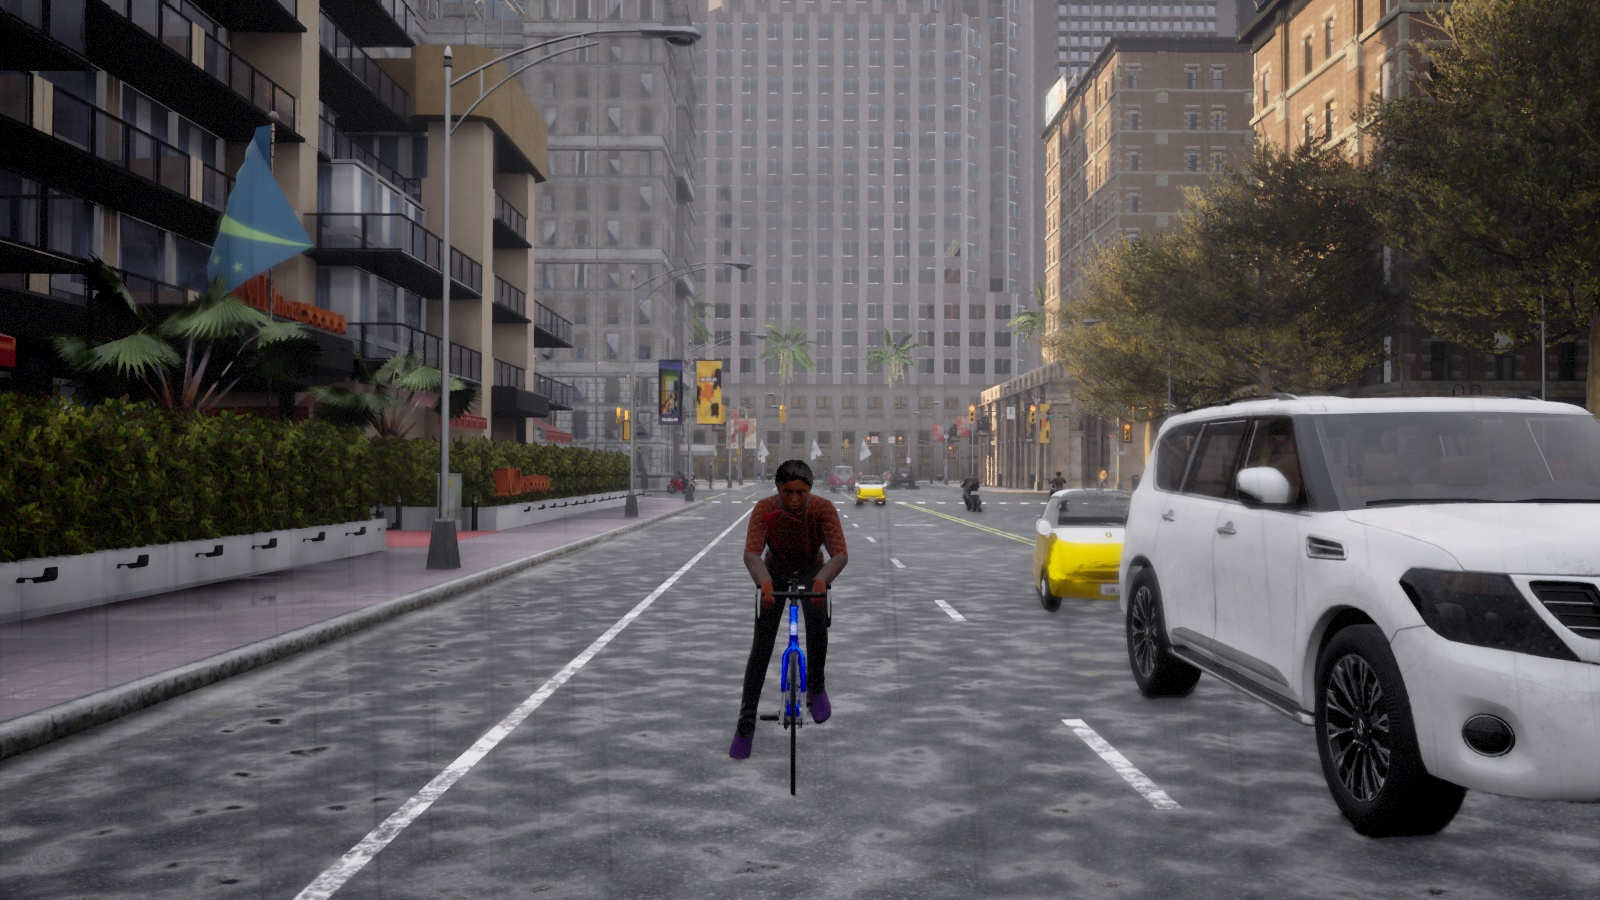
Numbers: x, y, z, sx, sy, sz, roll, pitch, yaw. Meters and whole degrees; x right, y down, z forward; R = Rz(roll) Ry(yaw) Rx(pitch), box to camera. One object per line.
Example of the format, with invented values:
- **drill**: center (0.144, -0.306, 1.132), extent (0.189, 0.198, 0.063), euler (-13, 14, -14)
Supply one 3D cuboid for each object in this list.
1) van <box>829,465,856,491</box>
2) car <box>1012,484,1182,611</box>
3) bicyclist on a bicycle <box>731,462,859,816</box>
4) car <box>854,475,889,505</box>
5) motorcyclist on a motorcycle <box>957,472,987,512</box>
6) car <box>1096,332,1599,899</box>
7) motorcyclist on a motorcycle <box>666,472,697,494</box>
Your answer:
- **van**: center (3.304, 2.200, 98.260), extent (1.775, 1.987, 4.442), euler (0, -1, -3)
- **car**: center (3.445, 1.105, 14.898), extent (1.481, 1.376, 2.207), euler (0, -1, 0)
- **bicyclist on a bicycle**: center (-0.026, 0.878, 6.609), extent (0.582, 1.620, 1.656), euler (0, -1, 0)
- **car**: center (3.289, 1.833, 58.325), extent (1.481, 1.376, 2.207), euler (0, -1, 0)
- **motorcyclist on a motorcycle**: center (6.820, 1.657, 49.830), extent (0.866, 1.530, 2.191), euler (0, -1, 0)
- **car**: center (3.470, 0.642, 7.276), extent (2.150, 2.045, 5.566), euler (0, -1, 0)
- **motorcyclist on a motorcycle**: center (-8.206, 2.286, 86.958), extent (2.044, 1.523, 0.797), euler (0, -1, -22)
